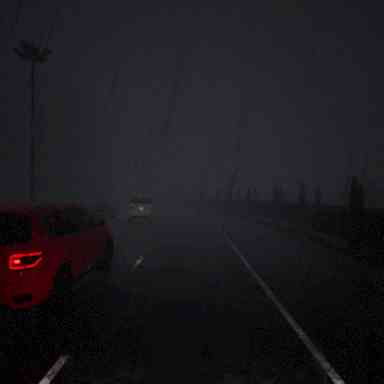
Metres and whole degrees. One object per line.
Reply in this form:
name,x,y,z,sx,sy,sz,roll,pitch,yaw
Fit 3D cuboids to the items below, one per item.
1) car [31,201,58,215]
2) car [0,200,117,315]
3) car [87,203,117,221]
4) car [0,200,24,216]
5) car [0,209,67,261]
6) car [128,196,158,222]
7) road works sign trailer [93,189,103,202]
car,-16.441,1.724,37.347,1.994,1.385,4.181,0,0,-13
car,-3.439,1.257,7.773,2.150,2.045,5.566,0,0,0
car,-7.797,1.689,29.150,1.994,1.385,4.181,0,0,-7
car,-19.555,1.628,35.228,1.882,1.535,5.008,0,0,-12
car,-6.926,1.563,13.510,1.837,1.490,4.892,0,0,0
car,-4.072,1.339,27.779,2.150,2.045,5.566,0,0,-5
road works sign trailer,-24.545,0.830,85.902,2.380,3.560,2.880,0,0,-42
